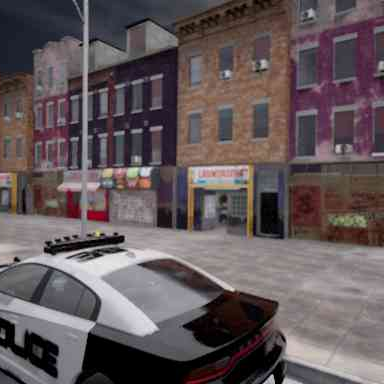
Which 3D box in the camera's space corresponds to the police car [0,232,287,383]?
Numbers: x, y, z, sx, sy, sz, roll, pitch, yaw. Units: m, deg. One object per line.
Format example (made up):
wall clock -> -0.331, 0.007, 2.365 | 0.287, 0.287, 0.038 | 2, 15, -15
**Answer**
police car -> -1.464, 1.374, 4.308 | 5.238, 1.638, 1.930 | 1, 1, 35
